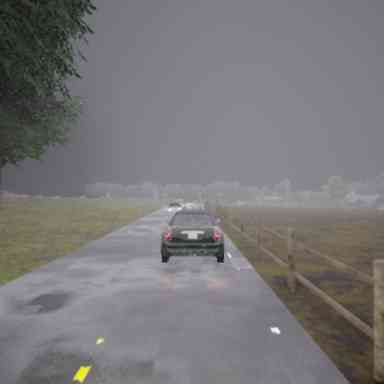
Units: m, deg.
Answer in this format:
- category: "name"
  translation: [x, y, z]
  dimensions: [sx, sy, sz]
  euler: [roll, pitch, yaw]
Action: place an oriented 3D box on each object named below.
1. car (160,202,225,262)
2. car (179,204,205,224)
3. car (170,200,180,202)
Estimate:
- category: "car"
  translation: [0.039, 1.426, 12.598]
  dimensions: [2.097, 1.767, 4.553]
  euler: [0, 0, 0]
- category: "car"
  translation: [0.029, 1.733, 26.978]
  dimensions: [1.895, 1.301, 4.718]
  euler: [0, 0, 0]
- category: "car"
  translation: [-2.806, 1.948, 55.293]
  dimensions: [1.895, 1.301, 4.718]
  euler: [0, -1, 1]
